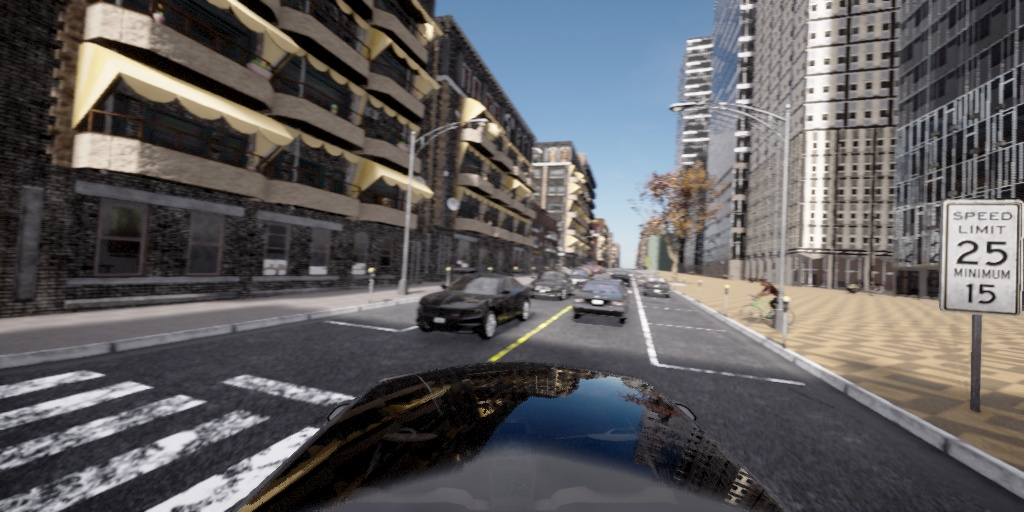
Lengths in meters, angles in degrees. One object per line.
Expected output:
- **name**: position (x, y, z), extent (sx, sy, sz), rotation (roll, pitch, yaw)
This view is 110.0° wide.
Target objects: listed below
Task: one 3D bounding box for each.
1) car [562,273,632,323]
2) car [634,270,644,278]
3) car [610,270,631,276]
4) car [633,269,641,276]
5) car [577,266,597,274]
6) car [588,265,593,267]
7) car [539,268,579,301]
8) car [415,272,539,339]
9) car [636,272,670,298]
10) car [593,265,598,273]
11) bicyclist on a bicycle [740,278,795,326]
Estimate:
- **car**: position (3.552, 1.598, 13.892), extent (2.033, 1.411, 5.357), rotation (3, -1, 19)
- **car**: position (13.470, 2.393, 35.719), extent (2.007, 1.370, 4.403), rotation (0, 0, 18)
- **car**: position (10.957, 2.193, 36.244), extent (1.882, 1.535, 5.008), rotation (3, -1, 18)
- **car**: position (16.995, 2.682, 46.461), extent (1.751, 1.417, 4.829), rotation (0, 0, 18)
- **car**: position (5.444, 1.835, 29.660), extent (2.128, 1.511, 4.902), rotation (3, -1, 18)
- **car**: position (10.673, 2.453, 54.049), extent (1.751, 1.417, 4.829), rotation (0, 0, 18)
- **car**: position (2.281, 1.564, 20.059), extent (1.837, 1.490, 4.892), rotation (3, -1, 18)
- **car**: position (-0.856, 1.256, 10.504), extent (1.882, 1.535, 5.008), rotation (3, -1, 18)
- **car**: position (9.999, 2.079, 25.139), extent (2.007, 1.370, 4.403), rotation (0, 0, 18)
- **car**: position (12.463, 2.401, 59.501), extent (2.192, 1.841, 5.009), rotation (0, 0, 18)
- **bicyclist on a bicycle**: position (8.976, 1.621, 12.597), extent (1.656, 1.620, 0.582), rotation (3, -1, 18)
